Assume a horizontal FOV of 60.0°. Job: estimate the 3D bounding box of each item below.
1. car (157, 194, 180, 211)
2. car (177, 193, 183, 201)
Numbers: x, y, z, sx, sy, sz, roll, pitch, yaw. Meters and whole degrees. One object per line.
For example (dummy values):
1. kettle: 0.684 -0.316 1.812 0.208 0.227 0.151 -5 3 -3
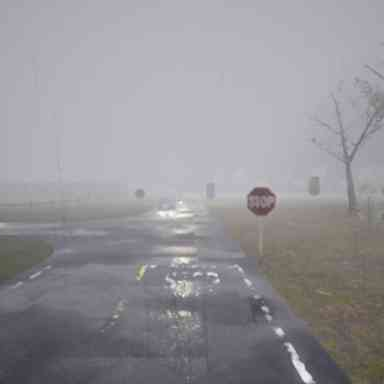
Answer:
1. car: -2.745 1.307 37.132 2.128 1.511 4.902 0 1 0
2. car: -2.741 1.049 67.095 2.128 1.511 4.902 0 1 0
